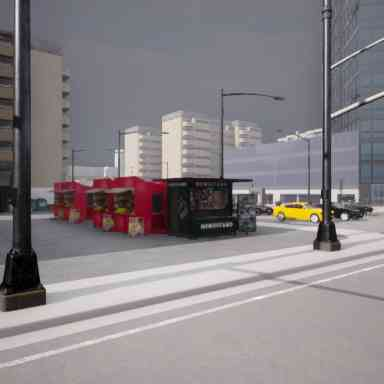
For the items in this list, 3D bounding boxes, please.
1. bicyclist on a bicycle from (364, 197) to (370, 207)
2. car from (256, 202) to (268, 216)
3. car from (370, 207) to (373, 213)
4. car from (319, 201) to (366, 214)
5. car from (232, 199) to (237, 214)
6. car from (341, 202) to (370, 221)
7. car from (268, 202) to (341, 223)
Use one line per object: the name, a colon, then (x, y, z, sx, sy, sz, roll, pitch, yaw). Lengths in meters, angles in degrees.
bicyclist on a bicycle: (22.308, 1.470, 42.475, 1.656, 1.620, 0.582, 0, 0, -36)
car: (6.770, 1.781, 35.834, 1.994, 1.385, 4.181, 0, -1, -36)
car: (16.262, 1.748, 35.007, 1.895, 1.301, 4.718, 0, -1, -36)
car: (17.627, 1.777, 39.084, 1.895, 1.301, 4.718, 0, -1, -36)
car: (3.126, 1.457, 34.906, 2.150, 2.045, 5.566, 0, -1, -36)
car: (12.051, 1.590, 28.553, 1.882, 1.535, 5.008, 0, -1, -36)
car: (8.946, 1.591, 26.837, 1.882, 1.535, 5.008, 0, -1, -38)
